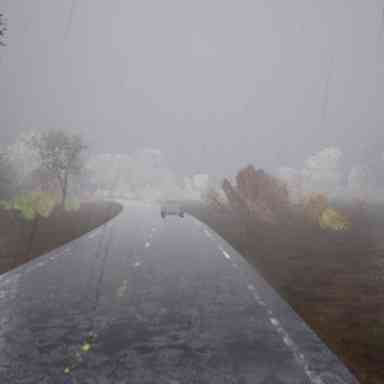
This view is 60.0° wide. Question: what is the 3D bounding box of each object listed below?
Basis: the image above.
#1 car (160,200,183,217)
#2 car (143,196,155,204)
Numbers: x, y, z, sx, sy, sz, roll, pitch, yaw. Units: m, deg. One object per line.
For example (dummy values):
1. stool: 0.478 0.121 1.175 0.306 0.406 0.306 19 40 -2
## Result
1. car: -1.933 1.521 31.014 2.033 1.649 4.856 0 -1 -7
2. car: -8.034 1.503 62.329 1.801 1.575 5.366 0 1 -14
